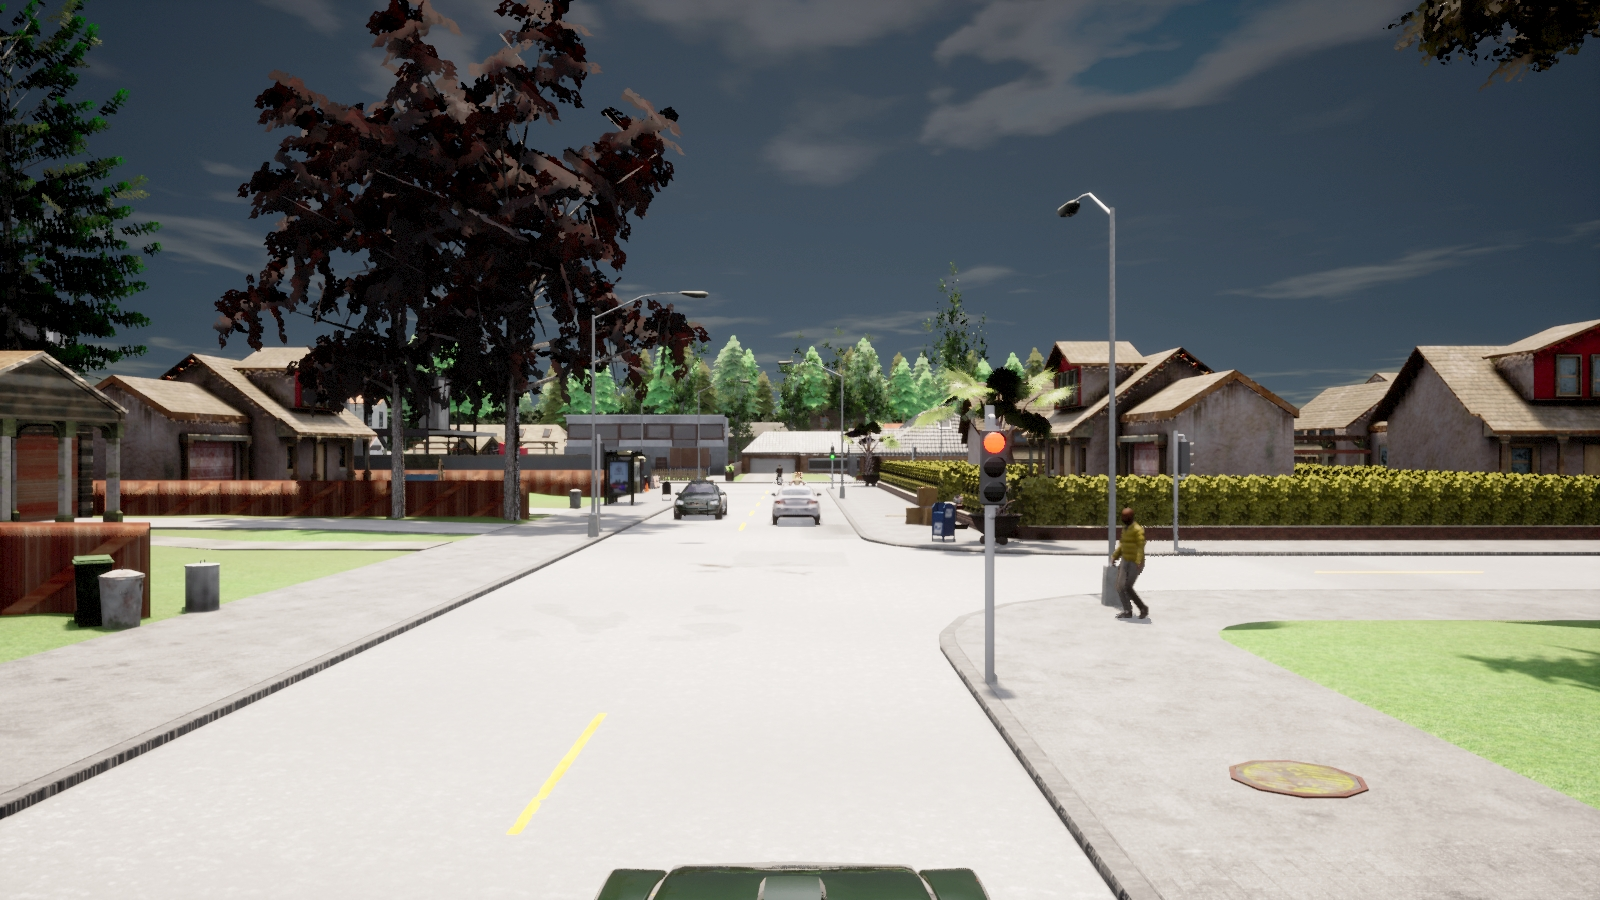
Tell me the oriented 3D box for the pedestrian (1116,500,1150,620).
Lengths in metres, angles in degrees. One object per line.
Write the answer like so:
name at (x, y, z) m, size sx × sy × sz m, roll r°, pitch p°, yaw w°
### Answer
pedestrian at (5.296, 1.743, 18.169) m, size 0.375 × 1.860 × 0.375 m, roll 0°, pitch 0°, yaw -21°

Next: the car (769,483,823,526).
car at (-0.144, 2.081, 44.669) m, size 2.002 × 1.442 × 4.674 m, roll 0°, pitch 0°, yaw 0°

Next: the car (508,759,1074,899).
car at (-0.028, 2.155, 3.193) m, size 1.895 × 1.301 × 4.718 m, roll 0°, pitch 0°, yaw 0°

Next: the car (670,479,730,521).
car at (-4.107, 2.038, 47.608) m, size 2.038 × 1.542 × 4.974 m, roll 0°, pitch 0°, yaw 0°
